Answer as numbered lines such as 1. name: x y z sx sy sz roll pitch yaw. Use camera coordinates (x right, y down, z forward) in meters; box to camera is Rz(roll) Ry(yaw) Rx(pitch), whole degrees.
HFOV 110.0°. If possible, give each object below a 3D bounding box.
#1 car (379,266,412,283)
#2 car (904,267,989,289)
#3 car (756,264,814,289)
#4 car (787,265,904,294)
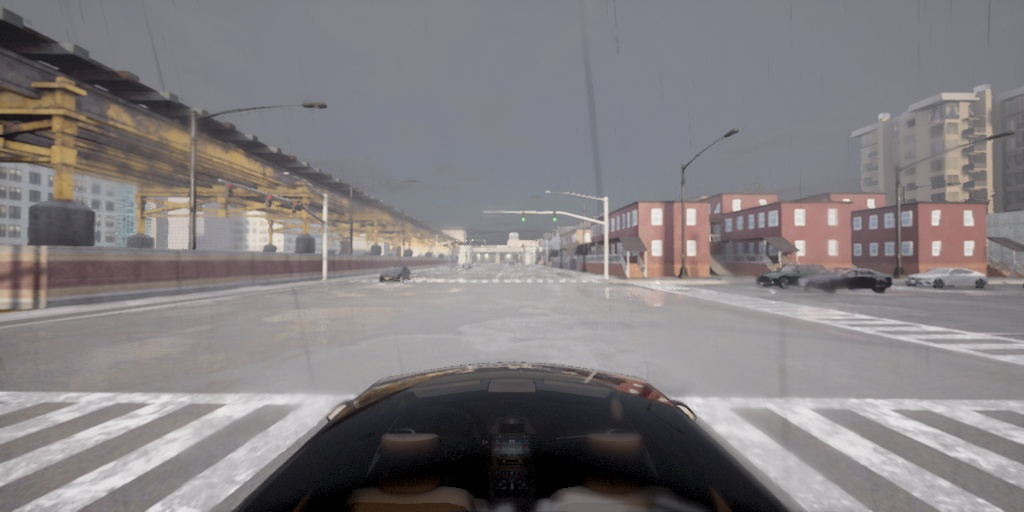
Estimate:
1. car: -10.496 1.660 32.598 1.837 1.490 4.892 0 1 0
2. car: 30.725 1.532 25.413 4.674 1.442 1.812 0 -1 0
3. car: 19.982 1.359 25.425 4.553 1.767 2.097 0 -1 0
4. car: 20.225 1.461 21.925 4.902 1.511 2.128 0 -1 0
